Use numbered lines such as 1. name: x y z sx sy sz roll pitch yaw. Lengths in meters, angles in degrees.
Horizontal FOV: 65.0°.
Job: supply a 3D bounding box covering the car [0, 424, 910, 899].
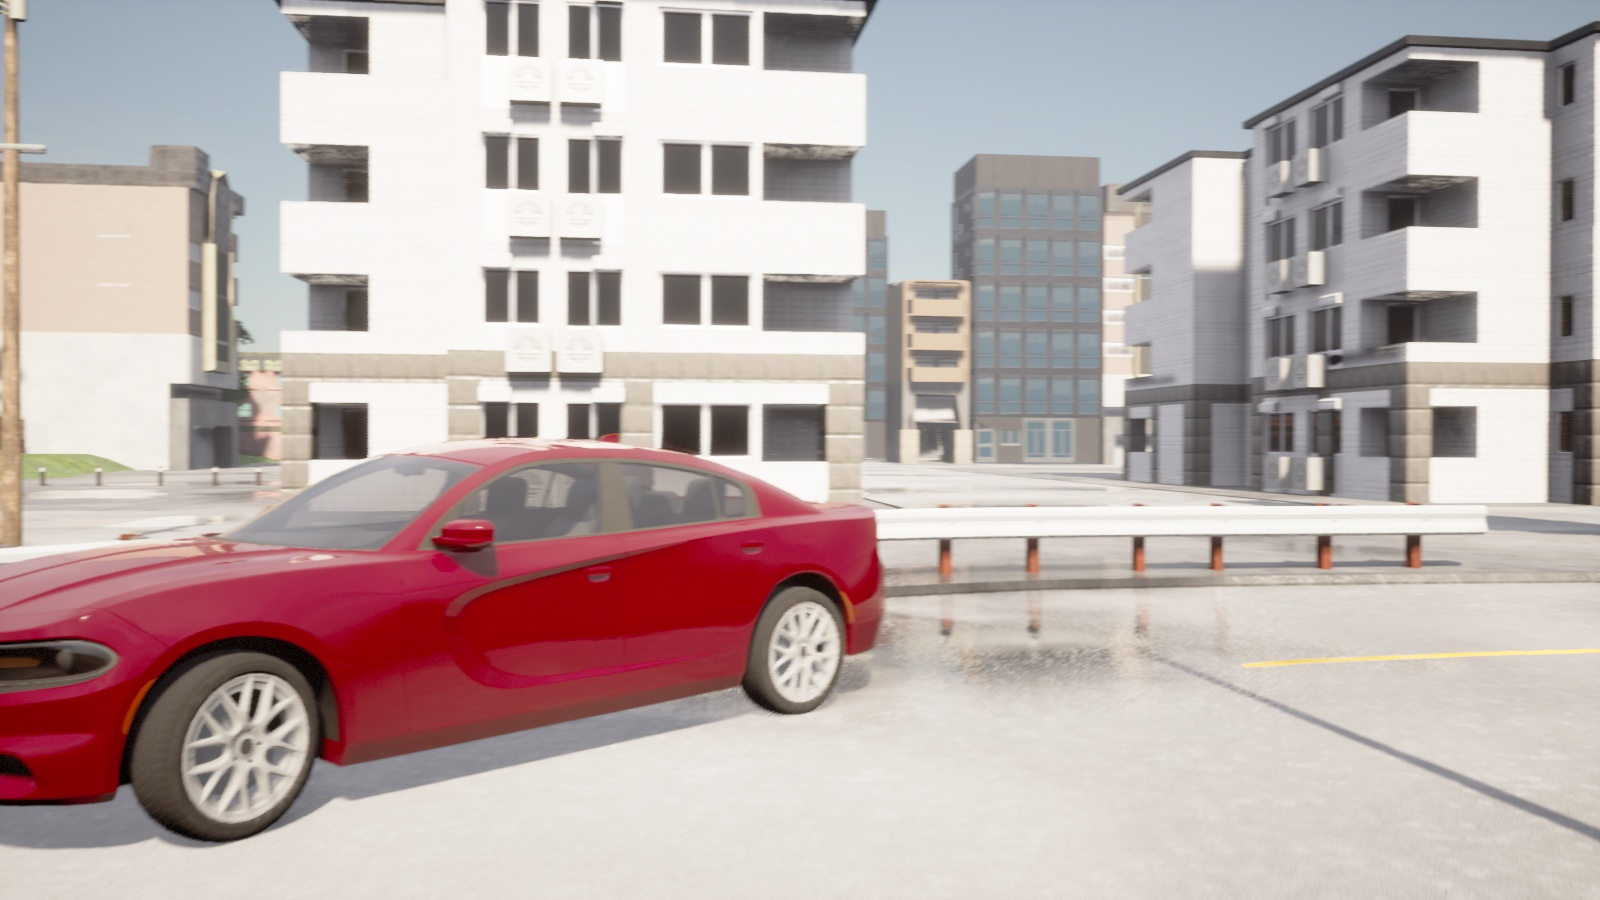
1. car: -1.730 0.676 6.307 1.882 1.535 5.008 0 0 43
